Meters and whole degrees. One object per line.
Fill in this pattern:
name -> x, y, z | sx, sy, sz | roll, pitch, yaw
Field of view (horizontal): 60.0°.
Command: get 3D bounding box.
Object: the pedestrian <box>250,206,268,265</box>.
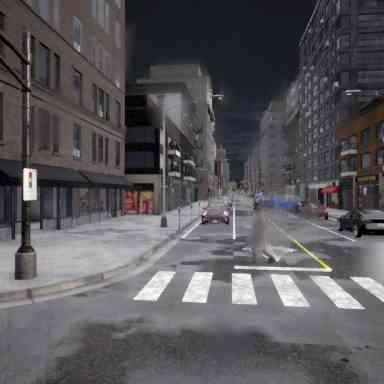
pedestrian -> 2.075, 1.293, 10.326 | 0.375, 1.860, 0.375 | 0, 0, 7

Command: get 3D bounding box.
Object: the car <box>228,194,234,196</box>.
car -> 5.217, 1.458, 51.281 | 1.967, 1.590, 4.097 | 0, 0, 7

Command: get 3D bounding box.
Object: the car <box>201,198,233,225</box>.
car -> 1.766, 1.438, 23.944 | 1.967, 1.590, 4.097 | 0, 0, 7

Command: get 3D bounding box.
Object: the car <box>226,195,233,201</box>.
car -> 10.051, 1.616, 89.554 | 1.887, 1.381, 4.507 | 0, 0, 7

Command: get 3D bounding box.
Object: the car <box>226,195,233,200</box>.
car -> 10.741, 1.644, 95.021 | 1.947, 1.339, 4.313 | 0, 0, 7

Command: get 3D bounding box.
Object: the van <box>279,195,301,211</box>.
van -> 11.799, 1.362, 39.341 | 1.690, 1.788, 3.998 | 0, 0, 7

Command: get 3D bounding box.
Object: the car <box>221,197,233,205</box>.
car -> 6.598, 1.584, 62.216 | 2.008, 1.369, 4.403 | 0, 0, 7

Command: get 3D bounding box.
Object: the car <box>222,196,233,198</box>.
car -> 3.837, 1.557, 40.346 | 2.008, 1.369, 4.403 | 0, 0, 7

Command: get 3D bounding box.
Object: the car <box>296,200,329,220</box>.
car -> 10.418, 1.595, 28.407 | 1.802, 1.307, 4.206 | 0, 0, 7

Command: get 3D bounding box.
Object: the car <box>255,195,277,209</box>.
car -> 9.872, 1.526, 44.734 | 1.837, 1.490, 4.892 | 0, 0, 8

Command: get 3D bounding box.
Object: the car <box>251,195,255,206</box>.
car -> 11.131, 1.635, 55.101 | 1.895, 1.301, 4.718 | 0, 0, 7

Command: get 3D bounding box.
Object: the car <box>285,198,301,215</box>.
car -> 11.108, 1.582, 33.874 | 1.947, 1.339, 4.313 | 0, 0, 7

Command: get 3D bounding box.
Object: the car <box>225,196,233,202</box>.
car -> 8.670, 1.639, 78.618 | 1.802, 1.307, 4.206 | 0, 0, 7

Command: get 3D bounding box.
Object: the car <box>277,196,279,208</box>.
car -> 12.489, 1.577, 44.808 | 2.008, 1.369, 4.403 | 0, 0, 7

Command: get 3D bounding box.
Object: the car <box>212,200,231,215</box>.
car -> 3.146, 1.584, 34.879 | 1.802, 1.307, 4.206 | 0, 0, 7

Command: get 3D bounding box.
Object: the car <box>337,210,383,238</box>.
car -> 9.037, 1.577, 17.471 | 1.947, 1.339, 4.313 | 0, 0, 7
